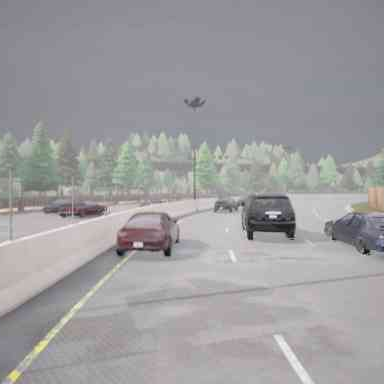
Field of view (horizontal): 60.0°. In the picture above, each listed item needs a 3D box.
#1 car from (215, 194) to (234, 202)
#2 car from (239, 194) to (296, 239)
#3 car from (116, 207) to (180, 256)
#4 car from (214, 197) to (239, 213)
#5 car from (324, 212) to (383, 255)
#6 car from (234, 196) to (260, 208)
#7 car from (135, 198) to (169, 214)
[{"bbox_3d":[6.523,1.184,65.681,1.994,1.385,4.181,0,0,33],"label":"car"},{"bbox_3d":[3.727,1.124,16.806,2.150,2.045,5.566,0,0,6],"label":"car"},{"bbox_3d":[-1.541,1.452,12.598,1.812,1.442,4.674,0,0,3],"label":"car"},{"bbox_3d":[3.618,1.304,34.685,1.837,1.490,4.892,0,0,18],"label":"car"},{"bbox_3d":[6.882,1.473,12.936,2.033,1.411,5.357,0,0,4],"label":"car"},{"bbox_3d":[7.632,1.283,45.754,2.033,1.411,5.357,0,0,25],"label":"car"},{"bbox_3d":[-3.934,1.367,33.708,1.994,1.385,4.181,0,0,15],"label":"car"}]
